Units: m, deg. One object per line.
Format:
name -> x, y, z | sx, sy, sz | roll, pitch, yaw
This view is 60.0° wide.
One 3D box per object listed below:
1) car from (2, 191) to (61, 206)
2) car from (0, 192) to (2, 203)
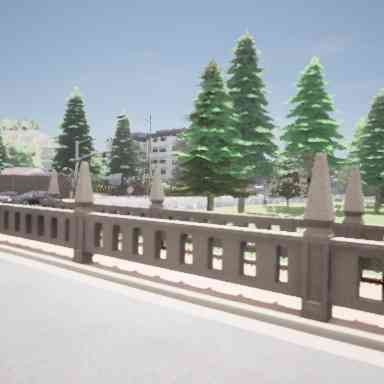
car -> -15.246, 0.657, 32.472 | 2.128, 1.511, 4.902 | 2, 1, 38
car -> -18.940, 0.662, 33.411 | 1.895, 1.301, 4.718 | 2, 1, 38
